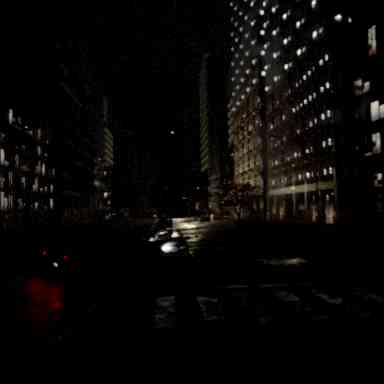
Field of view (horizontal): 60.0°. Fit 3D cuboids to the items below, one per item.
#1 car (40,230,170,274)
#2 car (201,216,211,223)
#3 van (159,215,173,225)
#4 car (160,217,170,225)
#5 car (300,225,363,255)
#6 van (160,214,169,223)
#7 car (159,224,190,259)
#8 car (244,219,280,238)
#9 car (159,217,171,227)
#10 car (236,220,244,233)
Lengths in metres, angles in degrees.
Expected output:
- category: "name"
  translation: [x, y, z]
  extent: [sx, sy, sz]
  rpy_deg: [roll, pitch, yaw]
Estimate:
- category: "car"
  translation: [-3.279, 2.327, 13.160]
  extent: [1.895, 1.301, 4.718]
  rpy_deg: [0, -3, 38]
- category: "car"
  translation: [2.834, 5.609, 67.959]
  extent: [1.802, 1.307, 4.206]
  rpy_deg: [-2, -3, -5]
- category: "van"
  translation: [-3.085, 3.743, 39.272]
  extent: [1.690, 1.788, 3.998]
  rpy_deg: [-2, -3, -5]
- category: "car"
  translation: [-5.013, 5.315, 61.465]
  extent: [1.752, 1.417, 4.829]
  rpy_deg: [-2, -3, -5]
- category: "car"
  translation: [7.220, 2.442, 17.621]
  extent: [2.008, 1.369, 4.403]
  rpy_deg: [-2, -3, -5]
- category: "van"
  translation: [-6.009, 5.847, 72.829]
  extent: [1.690, 1.788, 3.998]
  rpy_deg: [-2, -3, -5]
- category: "car"
  translation: [-1.127, 2.568, 16.885]
  extent: [2.008, 1.369, 4.403]
  rpy_deg: [-2, -3, -5]
- category: "car"
  translation: [6.245, 3.147, 28.808]
  extent: [1.947, 1.339, 4.313]
  rpy_deg: [-2, -3, -5]
- category: "car"
  translation: [-4.540, 5.000, 56.039]
  extent: [2.008, 1.369, 4.403]
  rpy_deg: [-2, -3, -5]
- category: "car"
  translation: [5.758, 3.494, 34.401]
  extent: [1.947, 1.339, 4.313]
  rpy_deg: [-2, -3, -5]
